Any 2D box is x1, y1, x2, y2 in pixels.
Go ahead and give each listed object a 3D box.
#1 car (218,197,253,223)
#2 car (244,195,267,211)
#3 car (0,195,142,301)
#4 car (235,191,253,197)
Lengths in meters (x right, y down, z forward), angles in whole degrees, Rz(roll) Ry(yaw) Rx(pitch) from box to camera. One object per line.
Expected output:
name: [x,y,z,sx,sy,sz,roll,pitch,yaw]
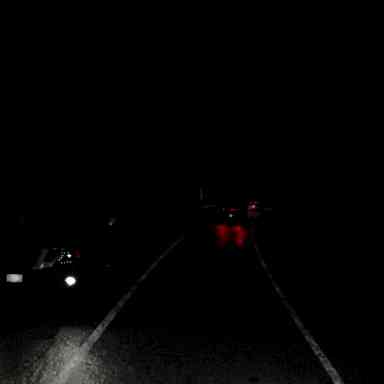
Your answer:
car: [3.088,1.370,24.449,2.128,1.511,4.902,1,0,12]
car: [7.868,1.418,40.504,1.837,1.490,4.892,2,0,20]
car: [-2.850,1.131,8.559,2.150,2.045,5.566,0,1,5]
car: [7.928,0.991,50.149,2.150,2.045,5.566,2,3,22]
